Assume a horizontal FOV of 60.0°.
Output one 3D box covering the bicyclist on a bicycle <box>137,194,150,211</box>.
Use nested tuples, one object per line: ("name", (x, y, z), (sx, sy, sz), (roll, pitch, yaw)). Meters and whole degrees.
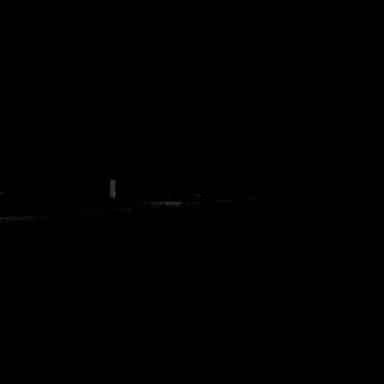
("bicyclist on a bicycle", (-4.491, 0.995, 30.825), (1.656, 1.620, 0.582), (0, 1, 35))

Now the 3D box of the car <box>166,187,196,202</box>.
("car", (-1.351, 0.255, 48.329), (2.150, 2.045, 5.566), (1, 2, 36))

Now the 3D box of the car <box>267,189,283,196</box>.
("car", (16.874, 0.168, 67.629), (1.994, 1.385, 4.181), (1, 2, 35))

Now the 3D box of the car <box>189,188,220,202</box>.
("car", (2.120, 0.594, 46.858), (1.837, 1.490, 4.892), (1, 2, 35))
